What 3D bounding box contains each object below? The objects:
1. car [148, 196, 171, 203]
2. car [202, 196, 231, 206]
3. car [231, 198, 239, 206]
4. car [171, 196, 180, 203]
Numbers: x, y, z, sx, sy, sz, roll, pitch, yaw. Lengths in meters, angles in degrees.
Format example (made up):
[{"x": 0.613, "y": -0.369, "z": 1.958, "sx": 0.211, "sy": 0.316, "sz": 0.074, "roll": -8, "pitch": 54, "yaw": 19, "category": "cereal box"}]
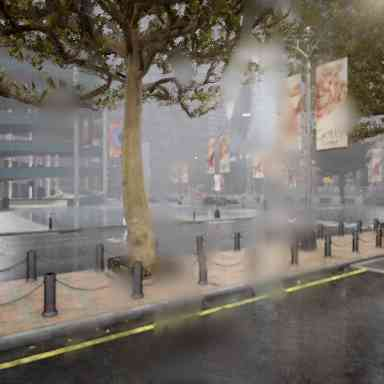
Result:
[{"x": -6.851, "y": 1.538, "z": 65.727, "sx": 1.994, "sy": 1.385, "sz": 4.181, "roll": 0, "pitch": 0, "yaw": -45, "category": "car"}, {"x": 3.494, "y": 1.479, "z": 52.352, "sx": 1.837, "sy": 1.490, "sz": 4.892, "roll": 0, "pitch": 0, "yaw": -35, "category": "car"}, {"x": 5.689, "y": 1.449, "z": 55.325, "sx": 1.882, "sy": 1.535, "sz": 5.008, "roll": 0, "pitch": 0, "yaw": -35, "category": "car"}, {"x": -4.286, "y": 1.532, "z": 68.338, "sx": 1.994, "sy": 1.385, "sz": 4.181, "roll": 0, "pitch": 0, "yaw": -45, "category": "car"}]
